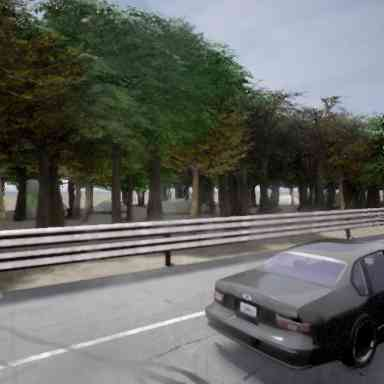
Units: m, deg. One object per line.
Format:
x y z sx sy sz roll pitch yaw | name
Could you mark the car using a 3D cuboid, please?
2.765 1.542 5.717 5.357 1.411 2.033 0 0 -35 | car
